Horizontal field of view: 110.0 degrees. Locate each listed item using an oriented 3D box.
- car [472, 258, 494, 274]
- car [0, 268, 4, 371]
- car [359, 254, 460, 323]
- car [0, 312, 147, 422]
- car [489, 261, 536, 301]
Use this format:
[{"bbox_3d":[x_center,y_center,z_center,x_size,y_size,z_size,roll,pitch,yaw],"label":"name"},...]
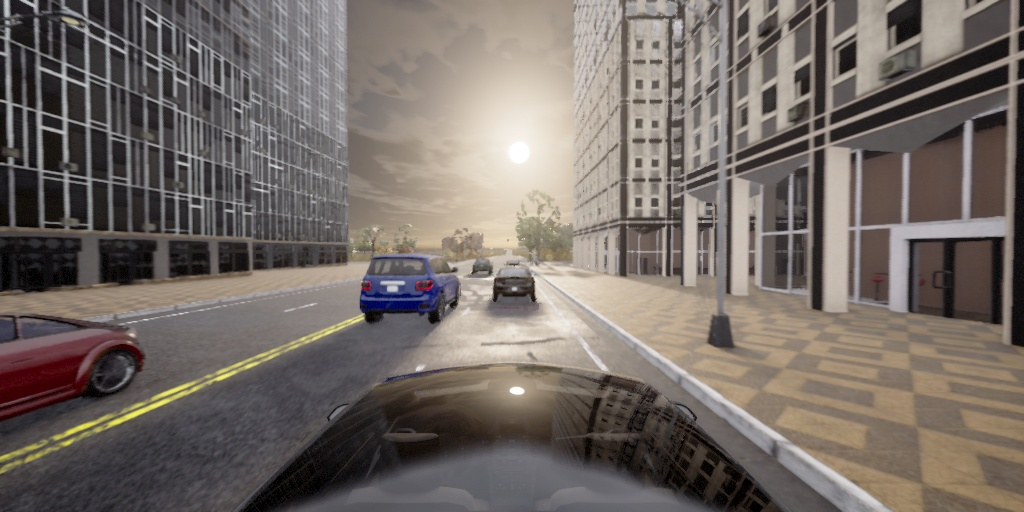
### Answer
[{"bbox_3d":[-3.139,1.034,39.317,2.097,1.767,4.553,0,0,0],"label":"car"},{"bbox_3d":[-9.847,1.099,3.931,2.097,1.767,4.553,0,0,0],"label":"car"},{"bbox_3d":[-3.147,0.955,12.132,2.150,2.045,5.566,0,0,0],"label":"car"},{"bbox_3d":[-6.597,1.311,3.705,1.994,1.385,4.181,0,0,0],"label":"car"},{"bbox_3d":[0.105,1.202,17.213,1.882,1.535,5.008,0,0,0],"label":"car"}]
